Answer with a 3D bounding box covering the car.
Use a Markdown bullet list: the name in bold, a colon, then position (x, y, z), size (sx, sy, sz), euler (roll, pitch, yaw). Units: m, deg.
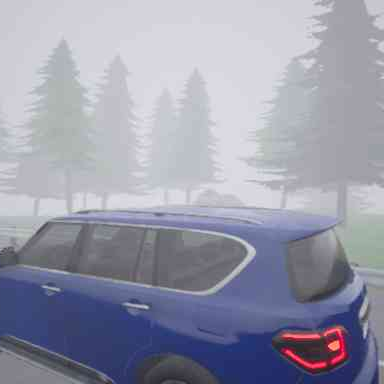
- **car**: position (-0.811, 1.190, 4.242), size (5.566, 2.045, 2.150), euler (1, 1, 32)
